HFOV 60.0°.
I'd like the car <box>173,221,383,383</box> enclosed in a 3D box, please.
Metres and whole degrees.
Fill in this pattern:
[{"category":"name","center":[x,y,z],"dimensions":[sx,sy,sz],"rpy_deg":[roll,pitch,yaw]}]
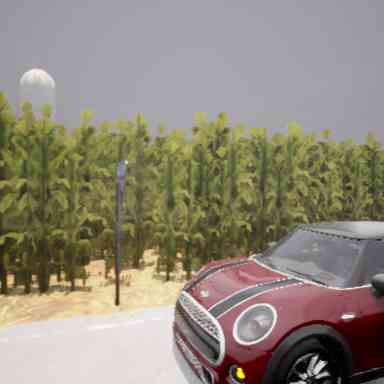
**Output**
[{"category":"car","center":[2.058,1.229,4.572],"dimensions":[4.553,1.767,2.097],"rpy_deg":[0,2,-21]}]
